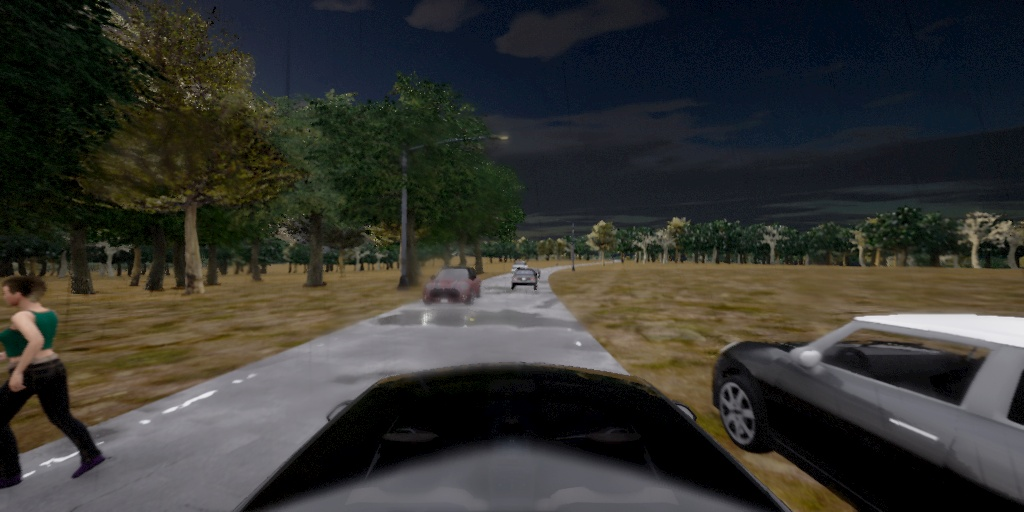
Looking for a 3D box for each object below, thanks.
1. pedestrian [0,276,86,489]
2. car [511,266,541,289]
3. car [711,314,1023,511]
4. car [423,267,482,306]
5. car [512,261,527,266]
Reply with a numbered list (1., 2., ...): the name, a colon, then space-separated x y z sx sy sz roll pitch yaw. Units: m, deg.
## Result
1. pedestrian: -4.175 1.061 3.125 0.375 1.860 0.375 -1 1 -14
2. car: 1.001 1.671 26.848 2.033 1.411 5.357 0 -1 4
3. car: 3.244 1.169 2.581 1.970 1.475 3.806 0 -1 0
4. car: -2.702 1.311 17.127 2.097 1.767 4.553 0 -1 3
5. car: 1.305 1.903 58.735 2.150 2.045 5.566 0 -1 9
